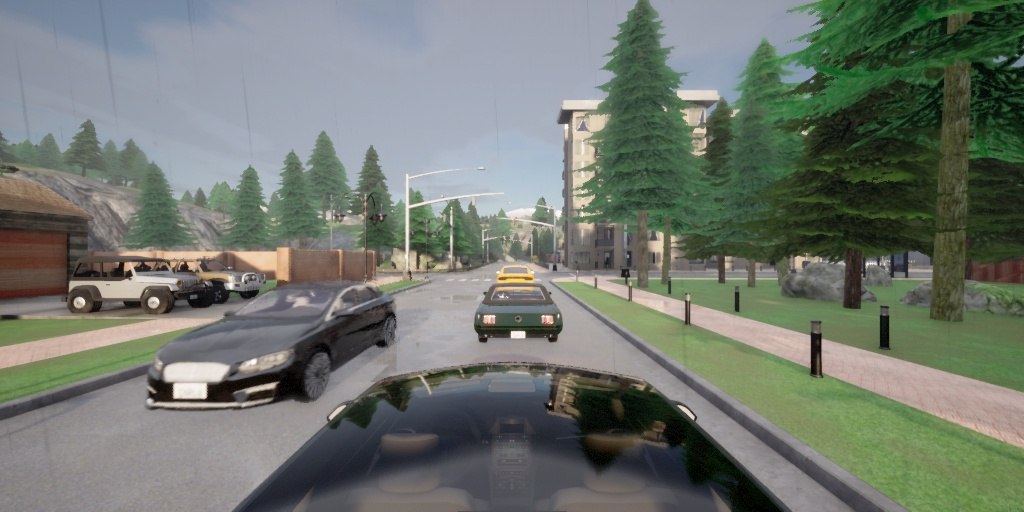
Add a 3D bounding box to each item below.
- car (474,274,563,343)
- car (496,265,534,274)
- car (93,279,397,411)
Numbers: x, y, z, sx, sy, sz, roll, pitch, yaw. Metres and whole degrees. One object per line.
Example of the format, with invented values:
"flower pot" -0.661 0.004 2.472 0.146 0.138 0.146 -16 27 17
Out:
"car" 0.148 1.351 9.677 1.895 1.301 4.718 0 0 0
"car" 0.180 1.227 19.017 1.882 1.535 5.008 0 0 0
"car" -3.578 1.241 6.455 2.128 1.511 4.902 0 0 0
